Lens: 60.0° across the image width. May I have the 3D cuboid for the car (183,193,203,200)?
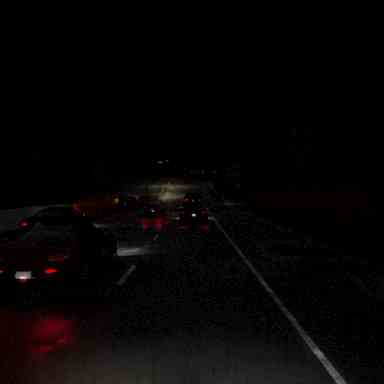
[{"bbox_3d":[0.122,1.110,39.743,2.150,2.045,5.566,0,-1,0],"label":"car"}]

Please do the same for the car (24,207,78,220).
[{"bbox_3d":[-6.890,1.501,17.369,2.033,1.411,5.357,0,0,0],"label":"car"}]

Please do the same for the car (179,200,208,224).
[{"bbox_3d":[0.113,1.500,24.077,1.994,1.385,4.181,0,0,0],"label":"car"}]

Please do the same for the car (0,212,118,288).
[{"bbox_3d":[-3.395,1.501,9.012,1.812,1.442,4.674,0,0,0],"label":"car"}]

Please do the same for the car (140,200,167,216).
[{"bbox_3d":[-3.384,1.445,31.080,1.812,1.442,4.674,0,0,0],"label":"car"}]

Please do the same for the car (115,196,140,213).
[{"bbox_3d":[-6.880,1.256,36.262,2.097,1.767,4.553,0,0,0],"label":"car"}]
